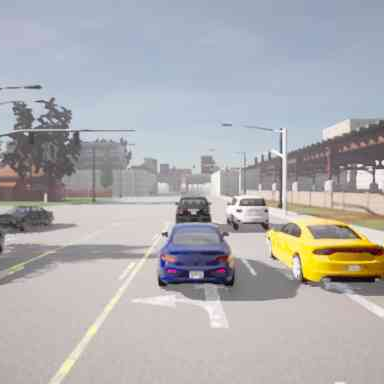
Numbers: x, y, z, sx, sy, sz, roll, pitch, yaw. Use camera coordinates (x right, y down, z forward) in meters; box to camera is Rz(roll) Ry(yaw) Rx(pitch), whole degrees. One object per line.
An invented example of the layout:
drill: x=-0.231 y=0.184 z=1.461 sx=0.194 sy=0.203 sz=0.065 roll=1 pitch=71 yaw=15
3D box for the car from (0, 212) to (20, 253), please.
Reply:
car: x=-7.093 y=1.538 z=9.040 sx=2.128 sy=1.511 sz=4.902 roll=0 pitch=0 yaw=0

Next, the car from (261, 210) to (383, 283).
car: x=3.594 y=1.524 z=9.839 sx=1.882 sy=1.535 sz=5.008 roll=0 pitch=0 yaw=0

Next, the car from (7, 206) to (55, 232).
car: x=-10.526 y=1.606 z=20.997 sx=2.033 sy=1.411 sz=5.357 roll=0 pitch=0 yaw=0

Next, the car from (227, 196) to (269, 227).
car: x=3.585 y=1.278 z=22.004 sx=2.150 sy=2.045 sz=5.566 roll=0 pitch=0 yaw=0

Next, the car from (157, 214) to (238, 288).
car: x=0.098 y=1.571 z=9.311 sx=1.812 sy=1.442 sz=4.674 roll=0 pitch=0 yaw=0

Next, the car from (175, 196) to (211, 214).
car: x=0.087 y=1.279 z=21.646 sx=2.150 sy=2.045 sz=5.566 roll=0 pitch=0 yaw=0
